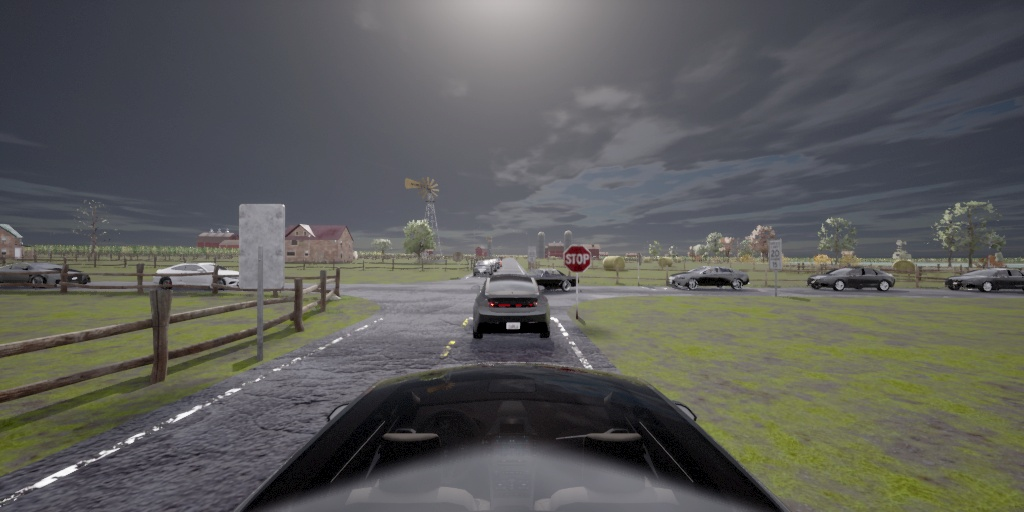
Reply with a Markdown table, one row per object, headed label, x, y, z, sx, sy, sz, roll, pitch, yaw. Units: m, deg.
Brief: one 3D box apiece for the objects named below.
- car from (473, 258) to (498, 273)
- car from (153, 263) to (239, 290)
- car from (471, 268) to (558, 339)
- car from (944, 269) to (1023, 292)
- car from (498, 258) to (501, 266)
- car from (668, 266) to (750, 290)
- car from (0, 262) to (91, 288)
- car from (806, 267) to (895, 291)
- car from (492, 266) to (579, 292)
| label | x | y | z | sx | sy | sz | roll | pitch | yaw |
| --- | --- | --- | --- | --- | --- | --- | --- | --- | --- |
| car | -2.880 | 1.243 | 36.816 | 2.128 | 1.511 | 4.902 | 0 | 0 | 0 |
| car | -17.255 | 1.104 | 20.077 | 4.674 | 1.442 | 1.812 | 1 | -1 | -1 |
| car | -0.079 | 1.256 | 10.131 | 1.837 | 1.490 | 4.892 | 0 | 0 | -2 |
| car | 31.689 | 1.587 | 23.716 | 4.892 | 1.490 | 1.837 | 1 | -1 | -1 |
| car | -2.878 | 1.241 | 46.262 | 2.128 | 1.511 | 4.902 | 0 | 0 | 0 |
| car | 12.785 | 1.396 | 23.413 | 4.902 | 1.511 | 2.128 | 1 | -1 | -2 |
| car | -26.374 | 1.048 | 19.950 | 4.181 | 1.385 | 1.994 | 1 | -1 | -1 |
| car | 22.187 | 1.499 | 23.589 | 4.892 | 1.490 | 1.837 | 1 | -1 | -1 |
| car | 1.488 | 1.369 | 20.178 | 4.718 | 1.301 | 1.895 | 1 | 0 | -35 |
